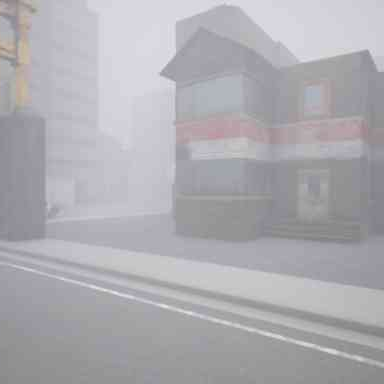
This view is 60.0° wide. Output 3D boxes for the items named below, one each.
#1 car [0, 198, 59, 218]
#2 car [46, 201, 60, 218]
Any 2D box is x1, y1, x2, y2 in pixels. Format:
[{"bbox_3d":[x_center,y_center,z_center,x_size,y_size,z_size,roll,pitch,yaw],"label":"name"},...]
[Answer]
[{"bbox_3d":[-12.083,1.094,24.541,1.853,1.218,4.536,0,0,15],"label":"car"},{"bbox_3d":[-12.097,1.252,24.492,2.038,1.542,4.974,0,0,15],"label":"car"}]
